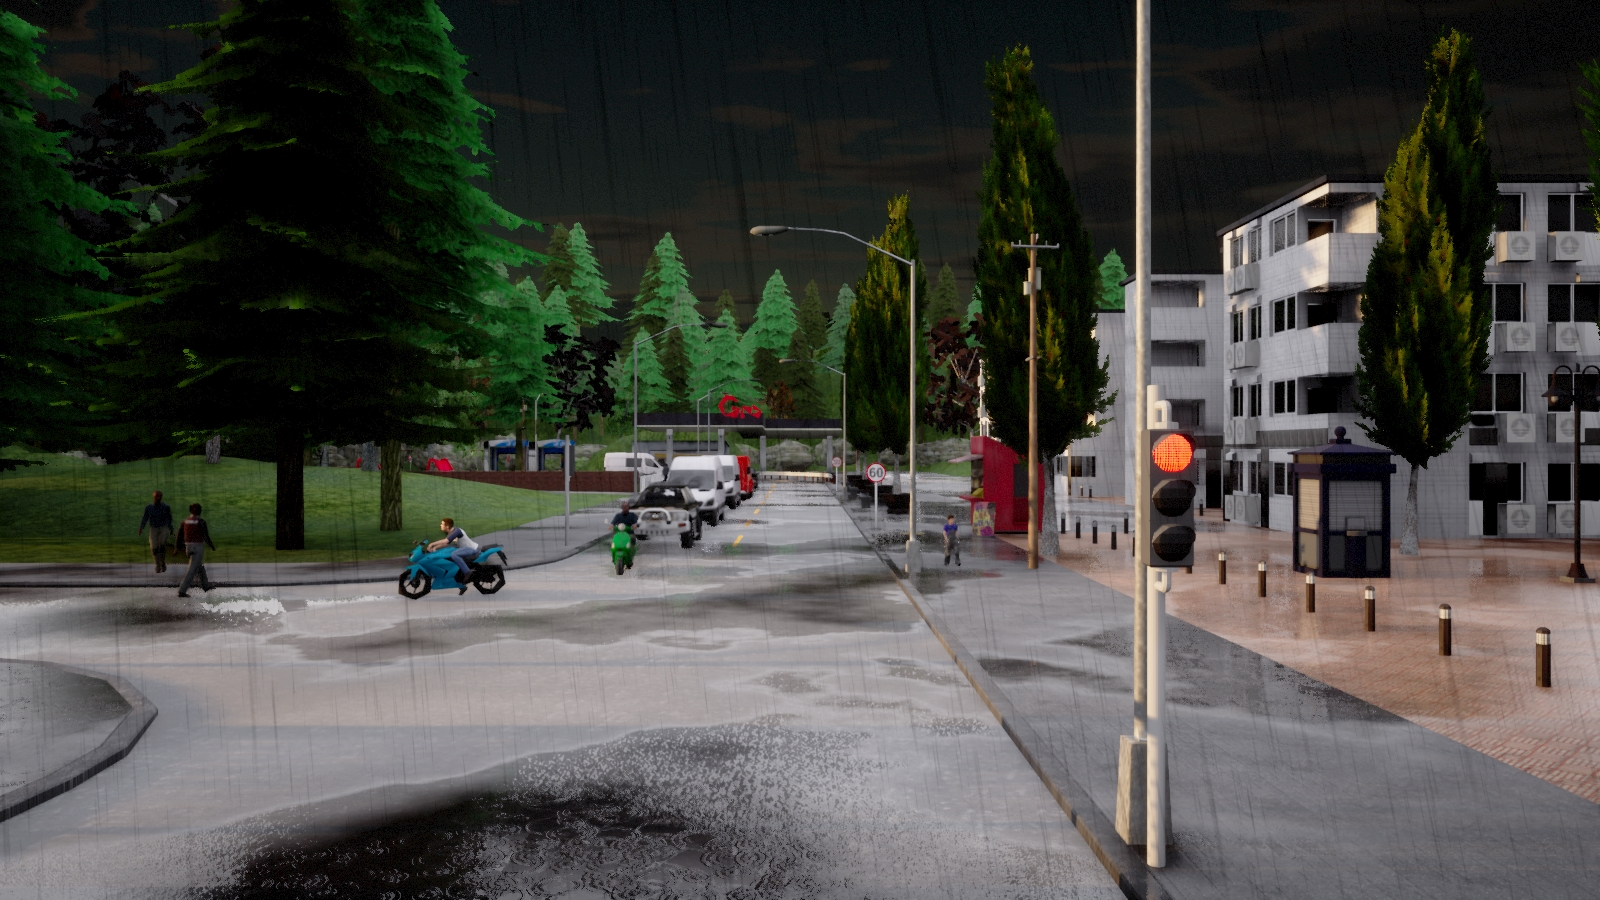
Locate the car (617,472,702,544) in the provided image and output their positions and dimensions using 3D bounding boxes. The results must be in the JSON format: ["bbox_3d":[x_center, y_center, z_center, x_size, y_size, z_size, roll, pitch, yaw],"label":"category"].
[{"bbox_3d":[-4.061,1.638,33.635,1.932,1.855,4.605,0,0,0],"label":"car"}]

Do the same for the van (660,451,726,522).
[{"bbox_3d":[-4.013,1.307,43.760,1.988,2.561,5.915,0,0,0],"label":"van"}]

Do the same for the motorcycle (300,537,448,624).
[{"bbox_3d":[-6.593,1.990,17.707,2.033,1.145,0.803,0,0,-30],"label":"motorcycle"}]

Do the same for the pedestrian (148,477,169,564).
[{"bbox_3d":[-13.927,1.520,24.820,0.375,1.860,0.375,0,0,-26],"label":"pedestrian"}]

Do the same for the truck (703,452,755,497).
[{"bbox_3d":[-3.990,1.338,64.776,2.627,2.467,5.204,0,0,0],"label":"truck"}]

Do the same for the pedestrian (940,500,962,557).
[{"bbox_3d":[3.468,1.800,26.270,0.375,1.300,0.375,0,0,-15],"label":"pedestrian"}]

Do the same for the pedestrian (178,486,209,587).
[{"bbox_3d":[-11.450,1.625,21.561,0.375,1.860,0.375,0,0,6],"label":"pedestrian"}]

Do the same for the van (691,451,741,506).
[{"bbox_3d":[-4.003,1.305,55.299,1.988,2.561,5.915,0,0,0],"label":"van"}]

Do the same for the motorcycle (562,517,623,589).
[{"bbox_3d":[-3.995,1.958,22.103,0.856,1.236,1.805,0,0,0],"label":"motorcycle"}]
